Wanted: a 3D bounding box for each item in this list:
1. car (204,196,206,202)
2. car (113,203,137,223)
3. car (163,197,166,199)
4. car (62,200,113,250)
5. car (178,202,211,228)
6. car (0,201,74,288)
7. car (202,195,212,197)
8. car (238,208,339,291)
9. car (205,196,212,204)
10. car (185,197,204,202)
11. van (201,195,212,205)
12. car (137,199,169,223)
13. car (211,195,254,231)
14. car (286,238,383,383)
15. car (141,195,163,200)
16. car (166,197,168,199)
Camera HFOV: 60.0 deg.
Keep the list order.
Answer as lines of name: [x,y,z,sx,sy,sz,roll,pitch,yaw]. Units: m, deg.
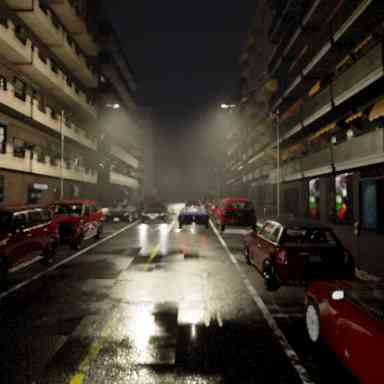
car: [2.549,1.584,42.113,1.802,1.307,4.206,1,0,0]
car: [-5.297,1.556,25.578,1.947,1.339,4.313,1,0,0]
car: [-5.297,1.556,47.699,1.887,1.381,4.507,1,0,0]
car: [-5.291,1.306,14.516,2.192,1.841,5.009,1,0,0]
car: [0.100,1.590,21.992,1.895,1.301,4.718,0,0,0]
car: [-5.291,1.309,8.986,2.192,1.841,5.009,1,0,0]
car: [2.555,1.336,53.176,2.192,1.841,5.009,1,0,0]
car: [2.594,1.434,8.925,1.967,1.590,4.097,1,0,0]
car: [2.552,1.432,31.050,1.967,1.590,4.097,1,0,0]
car: [0.102,1.566,41.310,1.994,1.385,4.181,0,0,0]
van: [2.554,1.374,58.707,1.690,1.788,3.998,1,0,0]
car: [-2.750,1.515,25.535,1.812,1.442,4.674,0,0,0]
car: [2.555,1.304,19.987,2.192,1.841,5.009,1,0,0]
car: [2.584,1.542,3.393,1.887,1.381,4.507,1,0,0]
car: [-5.291,1.318,42.168,2.192,1.841,5.009,1,0,0]
car: [-5.298,1.630,64.293,1.802,1.307,4.206,1,0,0]
